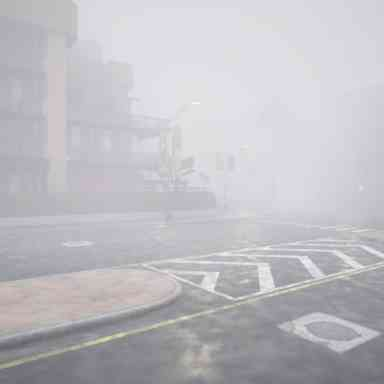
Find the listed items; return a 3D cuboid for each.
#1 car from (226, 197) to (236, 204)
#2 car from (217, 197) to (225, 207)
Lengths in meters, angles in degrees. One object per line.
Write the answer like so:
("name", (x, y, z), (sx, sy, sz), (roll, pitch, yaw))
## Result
("car", (5.822, 1.547, 62.089), (2.033, 1.411, 5.357), (0, 0, -35))
("car", (2.165, 1.491, 48.636), (2.128, 1.511, 4.902), (0, 0, -35))
